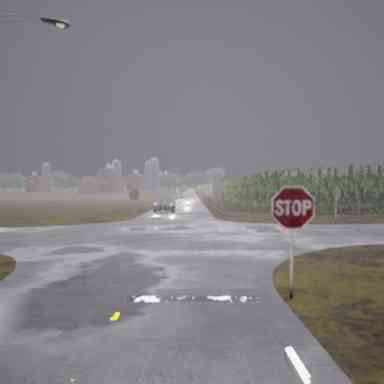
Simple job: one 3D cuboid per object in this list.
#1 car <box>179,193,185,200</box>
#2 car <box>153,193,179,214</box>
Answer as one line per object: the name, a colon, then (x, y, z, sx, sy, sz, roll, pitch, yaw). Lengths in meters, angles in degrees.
car: (-2.750, 0.961, 78.991, 2.097, 1.767, 4.553, 0, 0, 0)
car: (-2.749, 1.169, 33.933, 2.097, 1.767, 4.553, 0, 0, 0)
